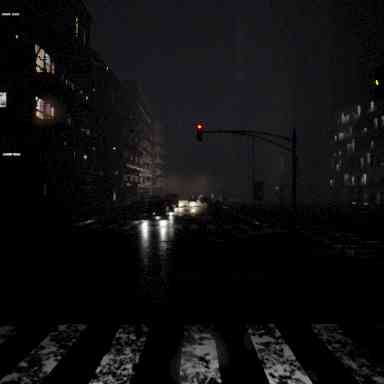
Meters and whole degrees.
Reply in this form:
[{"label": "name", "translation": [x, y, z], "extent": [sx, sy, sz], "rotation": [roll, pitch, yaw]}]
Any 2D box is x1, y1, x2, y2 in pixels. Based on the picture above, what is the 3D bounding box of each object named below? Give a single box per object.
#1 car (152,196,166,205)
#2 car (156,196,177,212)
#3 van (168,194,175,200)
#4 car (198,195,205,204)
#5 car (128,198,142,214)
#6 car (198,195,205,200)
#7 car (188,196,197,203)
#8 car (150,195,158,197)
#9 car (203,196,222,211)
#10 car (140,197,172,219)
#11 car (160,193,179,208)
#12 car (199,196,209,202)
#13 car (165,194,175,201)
[{"label": "car", "translation": [-5.675, 1.453, 57.932], "extent": [1.967, 1.590, 4.097], "rotation": [-1, 0, 0]}, {"label": "car", "translation": [-3.077, 1.531, 39.059], "extent": [1.812, 1.442, 4.674], "rotation": [0, 0, 0]}, {"label": "van", "translation": [-5.659, 1.373, 91.825], "extent": [1.690, 1.788, 3.998], "rotation": [-1, 0, 0]}, {"label": "car", "translation": [2.677, 1.566, 63.635], "extent": [2.008, 1.369, 4.403], "rotation": [-1, 0, 0]}, {"label": "car", "translation": [-5.684, 1.549, 35.337], "extent": [1.887, 1.381, 4.507], "rotation": [-1, 0, 0]}, {"label": "car", "translation": [2.690, 1.557, 92.050], "extent": [1.752, 1.417, 4.829], "rotation": [-1, 0, 0]}, {"label": "car", "translation": [0.137, 1.566, 69.758], "extent": [2.033, 1.411, 5.357], "rotation": [0, 0, 0]}, {"label": "car", "translation": [-5.683, 1.446, 40.986], "extent": [1.967, 1.590, 4.097], "rotation": [-1, 0, 0]}, {"label": "car", "translation": [2.666, 1.550, 41.039], "extent": [1.887, 1.381, 4.507], "rotation": [-1, 0, 0]}, {"label": "car", "translation": [-3.085, 1.508, 29.305], "extent": [1.837, 1.490, 4.892], "rotation": [0, 0, 0]}, {"label": "car", "translation": [-3.066, 1.230, 49.407], "extent": [2.150, 2.045, 5.566], "rotation": [0, 0, 0]}, {"label": "car", "translation": [2.683, 1.566, 74.933], "extent": [1.887, 1.381, 4.507], "rotation": [-1, 0, 0]}, {"label": "car", "translation": [-5.663, 1.343, 86.178], "extent": [2.192, 1.841, 5.009], "rotation": [-1, 0, 0]}]
